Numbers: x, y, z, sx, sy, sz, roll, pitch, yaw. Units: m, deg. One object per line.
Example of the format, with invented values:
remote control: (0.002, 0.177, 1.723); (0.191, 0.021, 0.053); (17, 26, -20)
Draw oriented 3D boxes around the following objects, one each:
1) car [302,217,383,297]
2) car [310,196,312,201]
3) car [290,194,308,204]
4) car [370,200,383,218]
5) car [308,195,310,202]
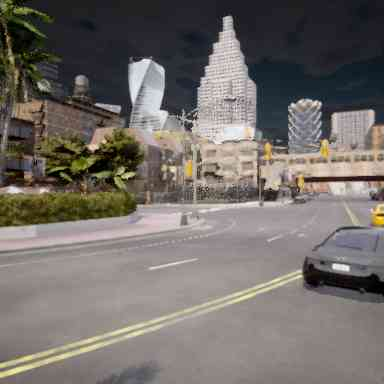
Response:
car: (4.477, 1.566, 8.544); (1.994, 1.385, 4.181); (0, 0, 41)
car: (27.659, 1.568, 80.563); (2.231, 1.521, 4.892); (0, 0, 33)
car: (20.856, 1.558, 64.764); (2.097, 1.535, 5.008); (0, 0, 23)
car: (12.126, 1.474, 20.409); (1.882, 1.535, 5.008); (0, 0, 26)
car: (23.304, 1.436, 70.706); (2.185, 1.767, 4.553); (0, 0, 23)
